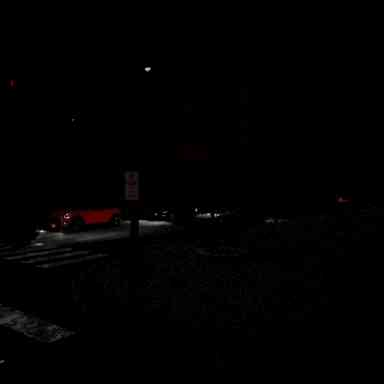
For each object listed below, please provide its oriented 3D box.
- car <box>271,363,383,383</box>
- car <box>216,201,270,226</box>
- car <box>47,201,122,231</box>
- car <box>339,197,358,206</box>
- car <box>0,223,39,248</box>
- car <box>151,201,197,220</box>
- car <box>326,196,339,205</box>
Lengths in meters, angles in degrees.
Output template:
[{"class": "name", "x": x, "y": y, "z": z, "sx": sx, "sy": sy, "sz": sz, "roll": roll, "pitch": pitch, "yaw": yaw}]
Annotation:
[{"class": "car", "x": 2.223, "y": 1.551, "z": 1.258, "sx": 4.403, "sy": 1.369, "sz": 2.008, "roll": 0, "pitch": 0, "yaw": 36}, {"class": "car", "x": 3.864, "y": 1.590, "z": 24.289, "sx": 2.033, "sy": 1.411, "sz": 5.357, "roll": 0, "pitch": 0, "yaw": 35}, {"class": "car", "x": -6.685, "y": 1.372, "z": 20.987, "sx": 2.097, "sy": 1.767, "sz": 4.553, "roll": 0, "pitch": 0, "yaw": 35}, {"class": "car", "x": 27.282, "y": 1.643, "z": 57.362, "sx": 1.837, "sy": 1.490, "sz": 4.892, "roll": 0, "pitch": -1, "yaw": 35}, {"class": "car", "x": -8.417, "y": 1.612, "z": 12.575, "sx": 1.895, "sy": 1.301, "sz": 4.718, "roll": 0, "pitch": 0, "yaw": 35}, {"class": "car", "x": -1.453, "y": 1.540, "z": 28.375, "sx": 1.837, "sy": 1.490, "sz": 4.892, "roll": 0, "pitch": 0, "yaw": 35}, {"class": "car", "x": 26.469, "y": 1.503, "z": 61.839, "sx": 2.097, "sy": 1.767, "sz": 4.553, "roll": 0, "pitch": 0, "yaw": 35}]
